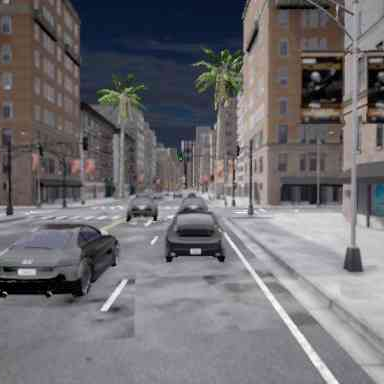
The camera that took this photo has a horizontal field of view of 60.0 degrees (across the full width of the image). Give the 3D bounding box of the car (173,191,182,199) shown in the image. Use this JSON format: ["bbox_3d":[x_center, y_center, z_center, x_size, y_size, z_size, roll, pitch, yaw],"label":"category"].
[{"bbox_3d":[-3.251,0.579,76.197,2.097,1.767,4.553,0,1,0],"label":"car"}]

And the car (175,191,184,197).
[{"bbox_3d":[-3.251,0.552,86.233,2.128,1.511,4.902,0,1,0],"label":"car"}]

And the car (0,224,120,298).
[{"bbox_3d":[-3.149,1.474,8.354,1.994,1.385,4.181,0,1,0],"label":"car"}]

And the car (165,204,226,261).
[{"bbox_3d":[0.100,1.379,11.655,1.837,1.490,4.892,0,1,0],"label":"car"}]

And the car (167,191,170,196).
[{"bbox_3d":[-6.501,0.397,80.426,1.882,1.535,5.008,0,1,0],"label":"car"}]

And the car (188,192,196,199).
[{"bbox_3d":[0.000,0.725,75.811,1.837,1.490,4.892,0,1,0],"label":"car"}]

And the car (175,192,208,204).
[{"bbox_3d":[0.098,1.094,24.604,2.097,1.767,4.553,0,0,0],"label":"car"}]

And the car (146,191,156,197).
[{"bbox_3d":[-9.751,0.479,80.076,1.812,1.442,4.674,0,1,0],"label":"car"}]

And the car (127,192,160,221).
[{"bbox_3d":[-3.628,1.096,24.611,2.097,1.767,4.553,0,0,-6],"label":"car"}]

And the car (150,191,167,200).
[{"bbox_3d":[-6.521,0.852,64.131,1.837,1.490,4.892,0,1,0],"label":"car"}]
